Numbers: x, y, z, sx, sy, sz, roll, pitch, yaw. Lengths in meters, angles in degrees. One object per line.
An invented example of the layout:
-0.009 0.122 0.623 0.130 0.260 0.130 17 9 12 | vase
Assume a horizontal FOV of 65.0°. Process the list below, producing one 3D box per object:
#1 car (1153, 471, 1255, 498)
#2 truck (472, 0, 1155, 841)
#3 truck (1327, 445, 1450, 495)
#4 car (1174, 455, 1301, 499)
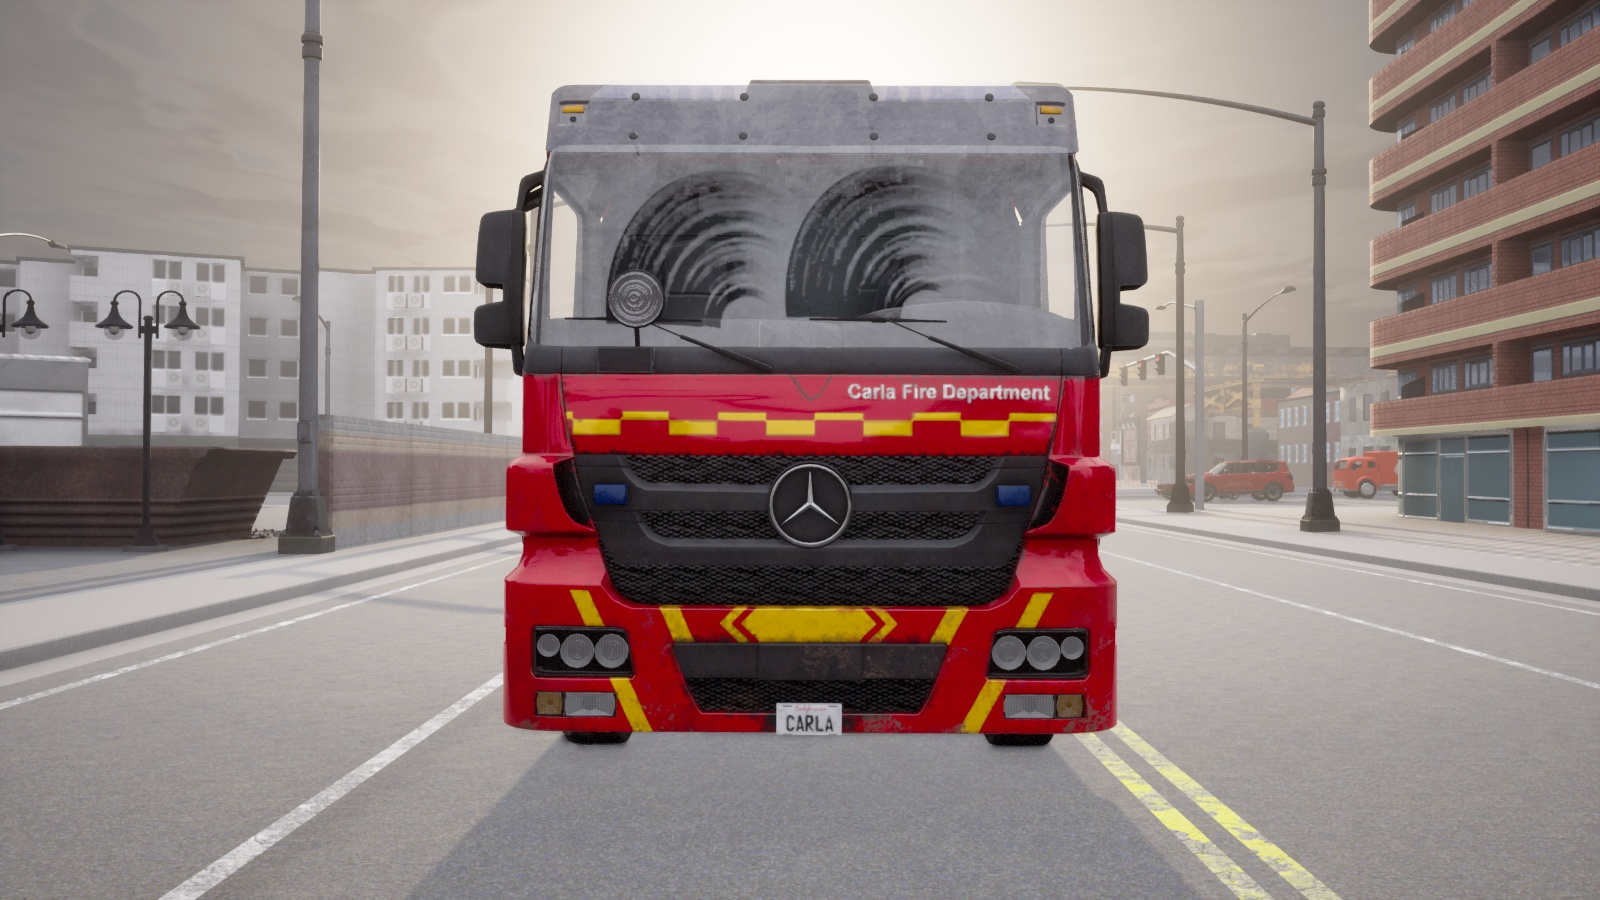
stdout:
21.271 1.809 66.245 4.718 1.301 1.895 -1 -1 1 | car
0.070 -0.190 9.582 2.891 3.827 8.468 0 -1 0 | truck
30.863 1.046 66.013 5.204 2.467 2.627 -1 -1 1 | truck
21.796 1.356 62.725 5.566 2.045 2.150 -1 -1 2 | car
